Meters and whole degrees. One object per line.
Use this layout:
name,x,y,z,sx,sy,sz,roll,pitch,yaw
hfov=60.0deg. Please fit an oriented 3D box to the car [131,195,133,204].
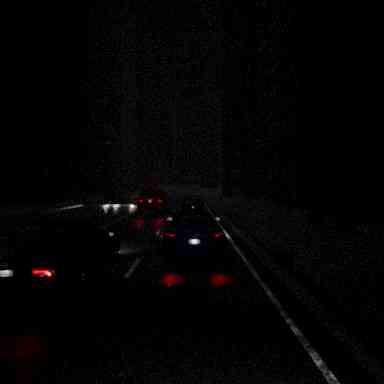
car,-6.630,0.702,43.005,1.882,1.535,5.008,0,1,0

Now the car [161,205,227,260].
car,0.070,1.362,11.587,1.994,1.385,4.181,0,1,0

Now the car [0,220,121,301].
car,-3.190,1.404,8.236,2.033,1.411,5.357,0,1,0

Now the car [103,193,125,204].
car,-9.884,0.779,42.670,2.033,1.411,5.357,0,1,0

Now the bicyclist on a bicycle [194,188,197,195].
bicyclist on a bicycle,0.819,0.014,76.504,0.582,1.620,1.656,0,1,0

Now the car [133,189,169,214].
car,-3.188,0.728,28.052,2.150,2.045,5.566,0,1,0

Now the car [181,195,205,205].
car,0.061,0.975,29.314,2.128,1.511,4.902,0,1,0

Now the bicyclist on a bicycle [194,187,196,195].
bicyclist on a bicycle,0.810,-0.261,85.495,0.659,1.776,1.843,0,1,0
